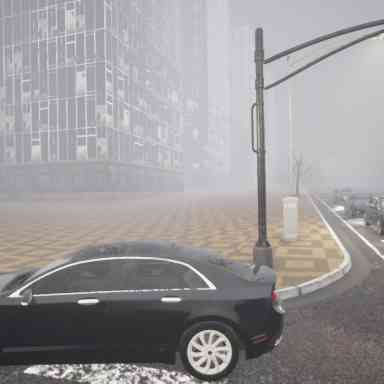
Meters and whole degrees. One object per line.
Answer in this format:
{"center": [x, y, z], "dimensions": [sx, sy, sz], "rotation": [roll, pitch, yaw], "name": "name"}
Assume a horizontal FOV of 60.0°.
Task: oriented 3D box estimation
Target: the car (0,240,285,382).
{"center": [-1.188, 1.505, 4.804], "dimensions": [4.892, 1.490, 1.837], "rotation": [0, 0, -1], "name": "car"}

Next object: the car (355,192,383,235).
{"center": [8.823, 0.928, 14.523], "dimensions": [2.128, 1.511, 4.902], "rotation": [-1, 2, 18], "name": "car"}

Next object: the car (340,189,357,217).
{"center": [10.820, 0.759, 20.834], "dimensions": [1.994, 1.385, 4.181], "rotation": [-1, 2, 17], "name": "car"}

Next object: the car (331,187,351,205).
{"center": [13.955, 0.309, 30.659], "dimensions": [2.128, 1.511, 4.902], "rotation": [-1, 2, 18], "name": "car"}
